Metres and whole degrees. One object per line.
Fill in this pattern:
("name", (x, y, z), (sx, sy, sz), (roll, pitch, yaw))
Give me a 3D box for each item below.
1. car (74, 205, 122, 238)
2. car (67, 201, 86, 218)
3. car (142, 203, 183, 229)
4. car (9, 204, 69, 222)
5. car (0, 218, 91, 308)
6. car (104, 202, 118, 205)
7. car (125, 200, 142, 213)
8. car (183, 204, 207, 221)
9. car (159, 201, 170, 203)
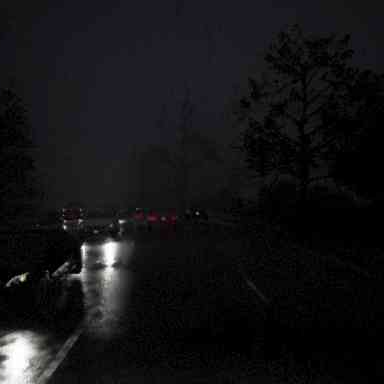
("car", (-5.086, 1.698, 18.720), (1.812, 1.442, 4.674), (0, 0, -9))
("car", (-11.657, 1.697, 33.066), (2.097, 1.767, 4.553), (0, 0, -15))
("car", (-2.200, 1.732, 23.234), (2.033, 1.411, 5.357), (0, 0, -10))
("car", (-8.592, 1.675, 18.584), (1.882, 1.535, 5.008), (0, -1, -8))
("car", (-4.018, 1.605, 8.149), (1.812, 1.442, 4.674), (0, -1, -4))
("car", (-8.075, 1.788, 33.194), (1.882, 1.535, 5.008), (0, -1, -14))
("car", (-7.614, 1.883, 43.666), (1.837, 1.490, 4.892), (0, -1, -19))
("car", (-0.001, 1.776, 29.938), (1.994, 1.385, 4.181), (0, 0, -13))
("car", (-3.519, 1.891, 42.448), (1.994, 1.385, 4.181), (0, 0, -18))
